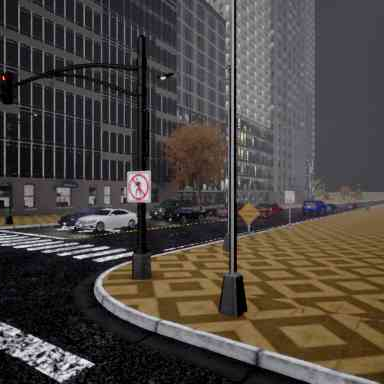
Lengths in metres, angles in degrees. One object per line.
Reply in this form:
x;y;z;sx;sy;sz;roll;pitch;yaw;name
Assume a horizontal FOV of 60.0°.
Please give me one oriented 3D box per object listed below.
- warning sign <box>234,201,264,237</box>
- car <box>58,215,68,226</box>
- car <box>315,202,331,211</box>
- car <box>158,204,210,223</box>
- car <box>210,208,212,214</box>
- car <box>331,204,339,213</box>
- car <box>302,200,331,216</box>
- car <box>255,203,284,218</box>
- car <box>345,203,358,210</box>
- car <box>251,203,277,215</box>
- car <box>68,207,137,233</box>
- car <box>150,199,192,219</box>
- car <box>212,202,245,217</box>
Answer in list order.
3.177;1.454;18.525;1.300;1.860;1.060;1;1;33;warning sign
-7.464;1.873;25.489;2.033;1.411;5.357;0;-1;33;car
25.059;2.739;63.497;1.812;1.442;4.674;0;-1;33;car
-0.634;2.065;30.075;1.895;1.301;4.718;0;-1;33;car
3.515;2.288;42.470;1.895;1.301;4.718;0;-1;33;car
21.979;2.558;52.921;1.812;1.442;4.674;0;-1;33;car
16.225;2.065;43.951;2.150;2.045;5.566;0;-1;35;car
9.203;2.049;38.945;2.097;1.767;4.553;0;-1;33;car
31.569;2.837;65.674;1.812;1.442;4.674;0;-1;33;car
10.187;2.325;46.757;1.837;1.490;4.892;0;-1;33;car
-5.588;1.827;22.437;1.812;1.442;4.674;0;-1;33;car
-1.935;1.729;34.046;2.150;2.045;5.566;0;-1;33;car
4.682;1.992;38.291;2.097;1.767;4.553;0;-1;33;car
